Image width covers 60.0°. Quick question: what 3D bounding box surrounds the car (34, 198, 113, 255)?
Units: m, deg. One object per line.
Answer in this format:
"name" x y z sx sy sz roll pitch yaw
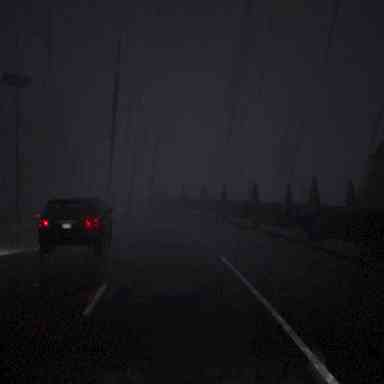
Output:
"car" -4.603 1.268 13.824 2.150 2.045 5.566 0 -1 -8

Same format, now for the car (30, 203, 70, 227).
"car" -10.599 1.663 25.246 2.033 1.411 5.357 0 0 -15

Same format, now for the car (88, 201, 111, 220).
"car" -8.569 1.630 30.577 1.837 1.490 4.892 0 0 -18
